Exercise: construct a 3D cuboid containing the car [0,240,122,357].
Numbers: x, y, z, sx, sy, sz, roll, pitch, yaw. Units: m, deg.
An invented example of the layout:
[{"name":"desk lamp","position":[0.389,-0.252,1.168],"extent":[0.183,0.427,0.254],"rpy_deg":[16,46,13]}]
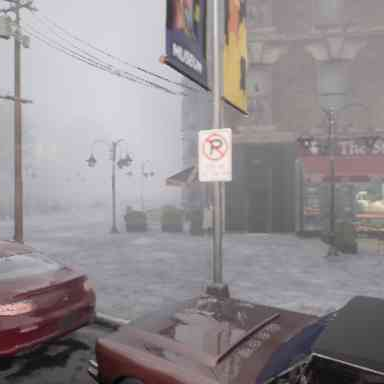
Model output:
[{"name":"car","position":[-3.686,1.528,5.425],"extent":[4.674,1.452,2.002],"rpy_deg":[0,0,27]}]
